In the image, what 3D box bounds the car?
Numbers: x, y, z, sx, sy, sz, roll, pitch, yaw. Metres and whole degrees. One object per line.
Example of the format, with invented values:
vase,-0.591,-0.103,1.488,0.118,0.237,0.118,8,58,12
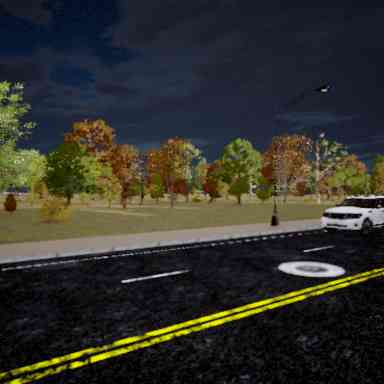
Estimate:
car,9.571,1.212,18.499,5.566,2.045,2.150,0,0,-35
